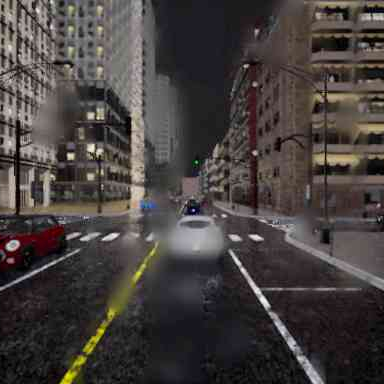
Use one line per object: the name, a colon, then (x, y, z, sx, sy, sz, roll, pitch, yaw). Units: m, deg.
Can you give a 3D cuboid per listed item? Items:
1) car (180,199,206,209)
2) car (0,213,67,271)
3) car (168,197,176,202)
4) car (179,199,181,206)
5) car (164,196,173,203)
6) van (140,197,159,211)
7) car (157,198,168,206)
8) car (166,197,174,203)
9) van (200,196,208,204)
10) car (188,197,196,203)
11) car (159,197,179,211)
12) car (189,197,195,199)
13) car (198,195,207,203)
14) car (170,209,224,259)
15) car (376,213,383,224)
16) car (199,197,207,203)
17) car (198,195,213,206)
car: (0.119, 1.752, 34.071, 1.994, 1.385, 4.181, 0, 0, 0)
car: (-5.692, 1.498, 10.916, 1.967, 1.590, 4.097, 0, 0, 0)
car: (-5.695, 2.087, 93.346, 2.008, 1.369, 4.403, 0, 0, 0)
car: (-3.035, 1.834, 61.554, 2.128, 1.511, 4.902, 0, 0, 1)
car: (-5.695, 1.907, 82.245, 1.967, 1.590, 4.097, 0, 0, 0)
van: (-5.693, 1.578, 43.390, 1.690, 1.788, 3.998, 0, 0, 0)
car: (-5.694, 1.891, 65.422, 1.752, 1.417, 4.829, 0, 0, 0)
car: (-5.695, 2.026, 87.625, 1.752, 1.417, 4.829, 0, 0, 0)
van: (2.685, 1.774, 76.696, 1.690, 1.788, 3.998, 0, 0, 0)
car: (-0.001, 1.874, 82.890, 1.994, 1.385, 4.181, 0, 0, 0)
car: (-3.086, 1.722, 44.755, 1.882, 1.535, 5.008, 0, 0, 0)
car: (0.000, 1.925, 72.468, 2.128, 1.511, 4.902, 0, 0, 0)
car: (2.685, 1.816, 87.798, 2.192, 1.841, 5.009, 0, 0, 0)
car: (0.233, 1.594, 12.781, 1.812, 1.442, 4.674, 0, 0, 3)
car: (17.812, 2.043, 27.558, 4.674, 1.442, 1.812, 1, 0, 0)
car: (2.686, 2.018, 82.245, 2.008, 1.369, 4.403, 0, 0, 0)
car: (2.686, 1.649, 60.044, 2.192, 1.841, 5.009, 0, 0, 0)
